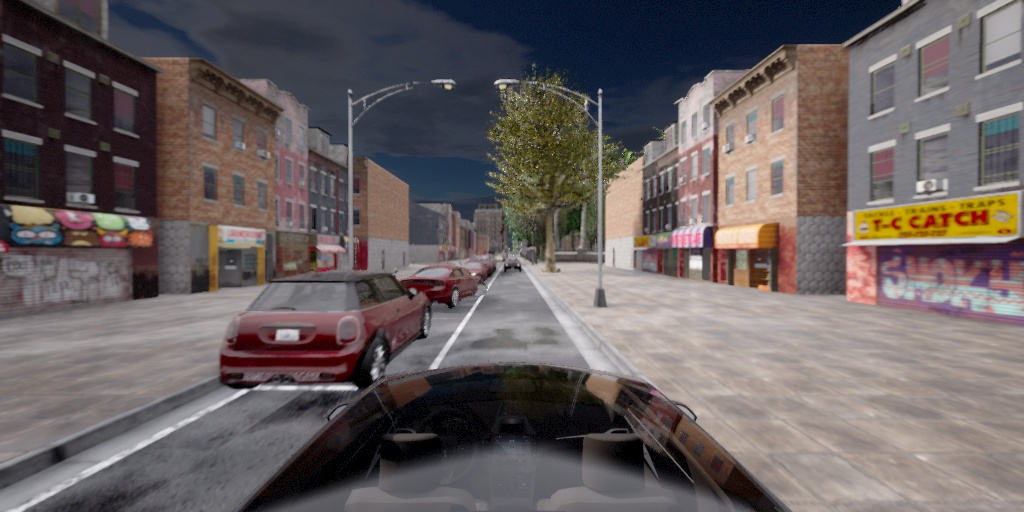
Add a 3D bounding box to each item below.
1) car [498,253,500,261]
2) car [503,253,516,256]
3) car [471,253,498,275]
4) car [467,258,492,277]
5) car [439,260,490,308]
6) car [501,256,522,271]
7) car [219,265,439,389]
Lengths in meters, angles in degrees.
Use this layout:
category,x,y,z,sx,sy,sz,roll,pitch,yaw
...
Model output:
category,x,y,z,sx,sy,sz,roll,pitch,yaw
car,-2.633,0.702,36.162,2.192,1.841,5.009,0,0,0
car,0.007,0.711,51.290,1.882,1.535,5.008,0,1,0
car,-2.634,0.760,30.550,2.192,1.841,5.009,0,0,0
car,-2.635,1.049,24.939,1.888,1.381,4.507,0,0,0
car,-2.643,1.091,14.585,1.882,1.535,5.008,0,1,13
car,0.105,0.955,39.354,1.895,1.301,4.718,0,1,1
car,-2.987,1.048,6.900,2.097,1.767,4.553,0,1,0
